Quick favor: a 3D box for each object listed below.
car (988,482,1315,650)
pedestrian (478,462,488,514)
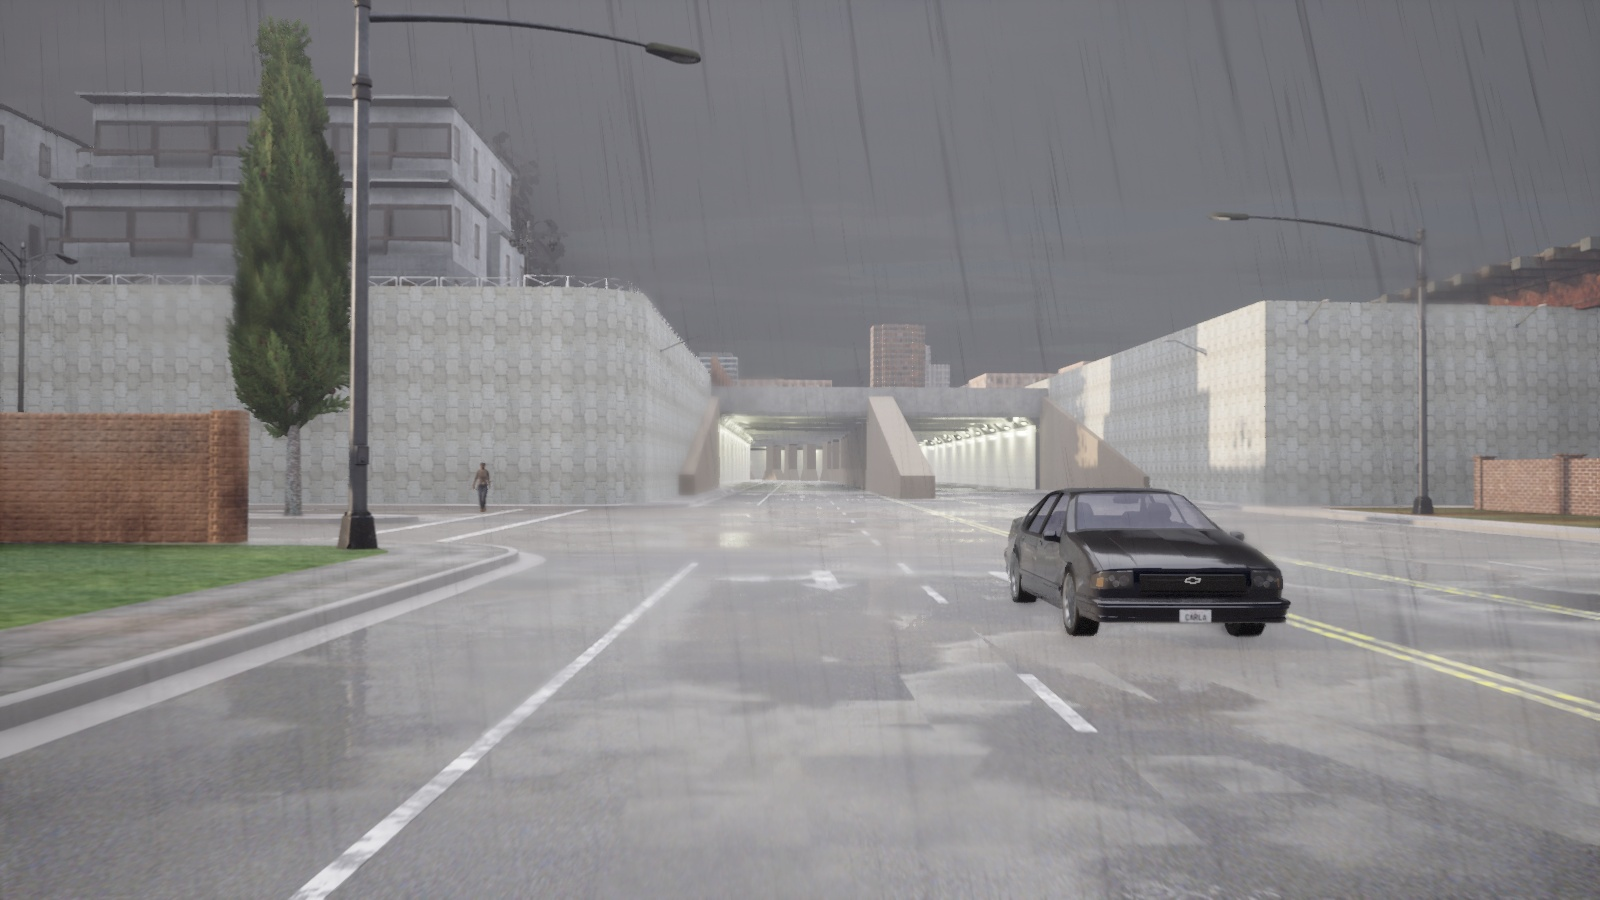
[{"bbox_3d":[3.464,1.077,13.635,2.033,1.411,5.357,0,-1,0],"label":"car"},{"bbox_3d":[-11.197,1.347,44.362,0.328,1.805,0.869,0,-1,-12],"label":"pedestrian"}]
